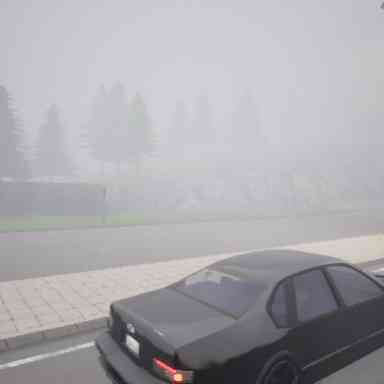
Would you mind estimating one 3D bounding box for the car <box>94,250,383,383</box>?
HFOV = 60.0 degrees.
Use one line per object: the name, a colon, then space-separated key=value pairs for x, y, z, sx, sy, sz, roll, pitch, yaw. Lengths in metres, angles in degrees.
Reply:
car: x=1.444 y=1.592 z=4.774 sx=5.357 sy=1.411 sz=2.033 roll=1 pitch=-1 yaw=-35
